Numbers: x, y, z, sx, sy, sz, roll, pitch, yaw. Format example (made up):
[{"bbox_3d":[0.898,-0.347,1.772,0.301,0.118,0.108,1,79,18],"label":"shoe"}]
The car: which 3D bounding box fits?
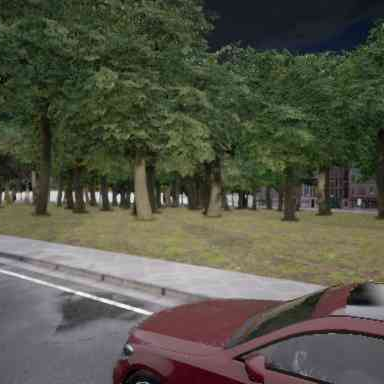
[{"bbox_3d":[1.409,1.525,2.681,4.674,1.442,1.812,0,0,36],"label":"car"}]
